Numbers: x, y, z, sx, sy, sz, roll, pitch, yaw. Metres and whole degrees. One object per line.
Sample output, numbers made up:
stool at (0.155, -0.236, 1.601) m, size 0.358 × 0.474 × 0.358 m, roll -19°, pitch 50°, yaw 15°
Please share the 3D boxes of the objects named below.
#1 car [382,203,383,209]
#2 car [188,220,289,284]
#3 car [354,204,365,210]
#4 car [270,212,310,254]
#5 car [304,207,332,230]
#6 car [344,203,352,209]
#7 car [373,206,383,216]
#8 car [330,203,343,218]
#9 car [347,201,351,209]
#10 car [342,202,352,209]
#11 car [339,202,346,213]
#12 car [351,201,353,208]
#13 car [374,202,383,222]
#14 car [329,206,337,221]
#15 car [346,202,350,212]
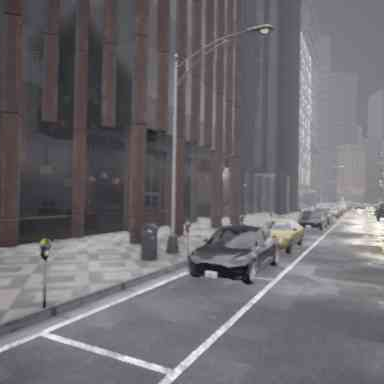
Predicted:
car at (47.617, 3.533, 81.506) m, size 1.752 × 1.417 × 4.829 m, roll 1°, pitch -1°, yaw 27°
car at (1.479, 1.733, 10.279) m, size 1.947 × 1.339 × 4.313 m, roll 1°, pitch -1°, yaw 27°
car at (36.047, 3.216, 71.579) m, size 1.994 × 1.385 × 4.181 m, roll 1°, pitch -1°, yaw 27°
car at (3.968, 1.803, 15.126) m, size 1.752 × 1.417 × 4.829 m, roll 1°, pitch -1°, yaw 27°
car at (9.175, 2.077, 25.273) m, size 1.947 × 1.339 × 4.313 m, roll 1°, pitch -1°, yaw 27°
car at (39.954, 3.502, 85.245) m, size 1.802 × 1.307 × 4.206 m, roll 1°, pitch -1°, yaw 27°
car at (27.353, 2.760, 48.070) m, size 1.895 × 1.301 × 4.718 m, roll 1°, pitch -1°, yaw 27°
car at (16.793, 2.380, 40.115) m, size 1.752 × 1.417 × 4.829 m, roll 1°, pitch -1°, yaw 27°
car at (27.130, 2.878, 60.257) m, size 2.008 × 1.369 × 4.403 m, roll 1°, pitch -1°, yaw 27°
car at (37.391, 3.240, 80.249) m, size 1.967 × 1.590 × 4.097 m, roll 1°, pitch -1°, yaw 27°
car at (19.437, 2.415, 45.265) m, size 1.967 × 1.590 × 4.097 m, roll 1°, pitch -1°, yaw 27°
car at (32.260, 3.108, 70.252) m, size 1.887 × 1.381 × 4.507 m, roll 1°, pitch -1°, yaw 27°
car at (20.939, 2.090, 35.502) m, size 2.150 × 2.045 × 5.566 m, roll 1°, pitch -1°, yaw 28°
car at (11.739, 2.192, 30.270) m, size 1.947 × 1.339 × 4.313 m, roll 1°, pitch -1°, yaw 27°
car at (24.565, 2.760, 55.259) m, size 2.008 × 1.369 × 4.403 m, roll 1°, pitch -1°, yaw 27°
